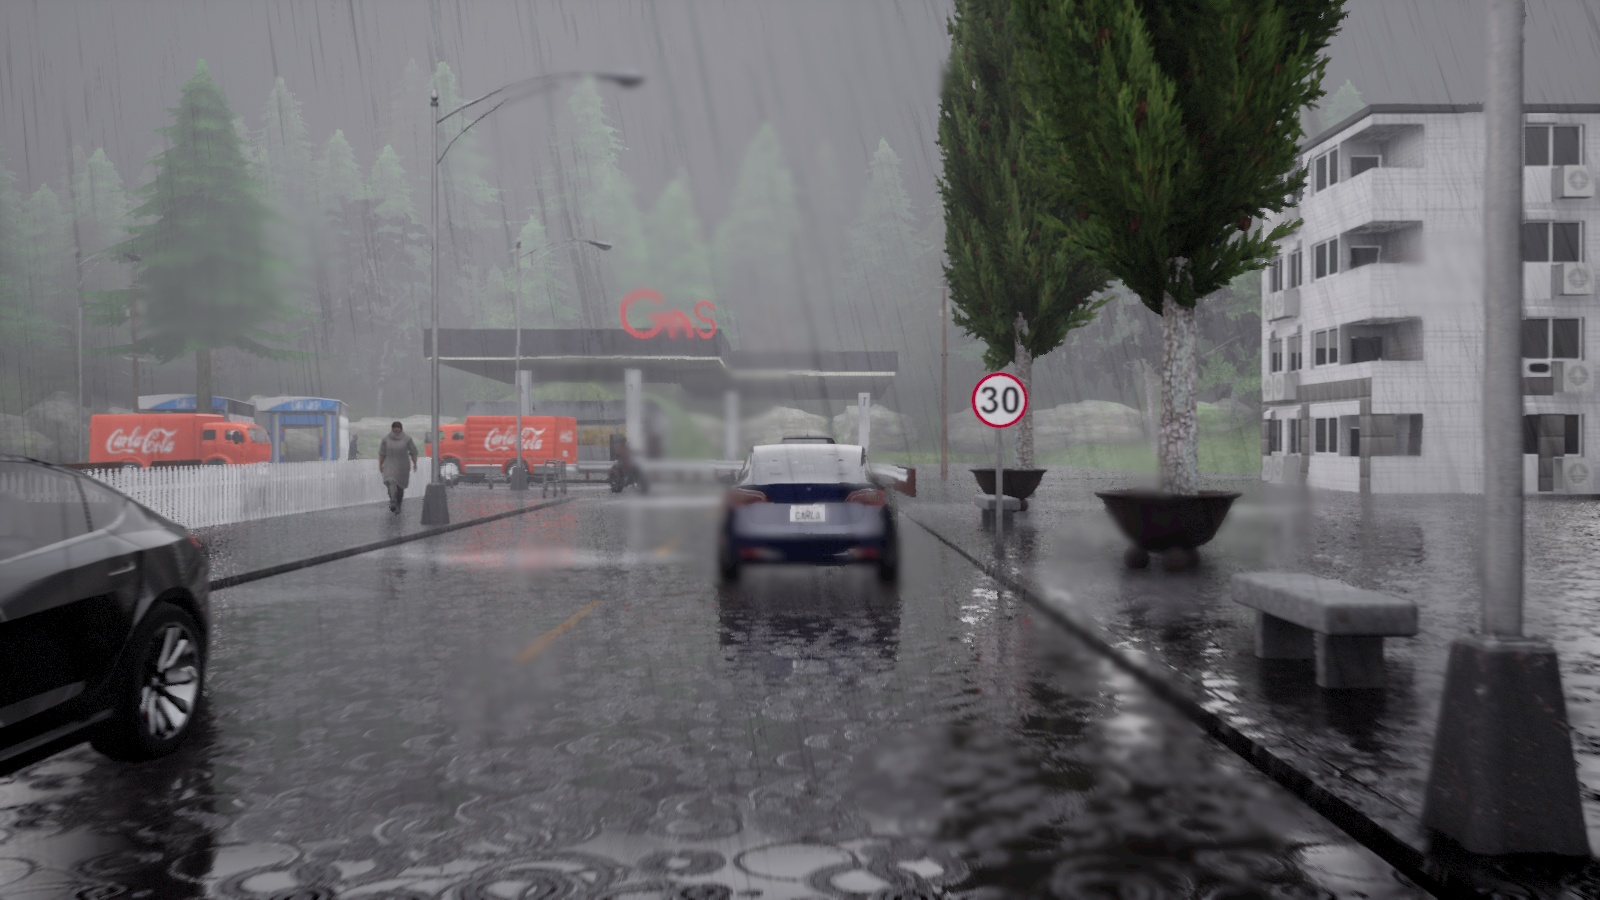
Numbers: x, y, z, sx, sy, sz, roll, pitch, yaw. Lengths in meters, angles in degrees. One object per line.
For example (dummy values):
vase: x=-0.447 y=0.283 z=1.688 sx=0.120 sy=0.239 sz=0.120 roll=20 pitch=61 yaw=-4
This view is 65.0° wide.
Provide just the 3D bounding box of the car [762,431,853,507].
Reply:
car: x=0.170 y=0.428 z=31.388 sx=2.097 sy=1.767 sz=4.553 roll=0 pitch=0 yaw=0

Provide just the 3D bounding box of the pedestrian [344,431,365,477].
pedestrian: x=-17.720 y=0.159 z=49.955 sx=0.726 sy=1.842 sz=0.402 roll=0 pitch=0 yaw=-4

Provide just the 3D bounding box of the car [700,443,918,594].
car: x=0.102 y=0.663 z=14.817 sx=2.163 sy=1.488 sz=4.792 roll=0 pitch=0 yaw=0

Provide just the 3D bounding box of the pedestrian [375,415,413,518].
pedestrian: x=-7.865 y=0.312 z=24.357 sx=0.659 sy=1.952 sz=0.873 roll=0 pitch=0 yaw=-15

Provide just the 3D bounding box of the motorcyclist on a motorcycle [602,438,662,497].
motorcyclist on a motorcycle: x=-4.929 y=0.487 z=36.675 sx=0.766 sy=1.649 sz=2.350 roll=-2 pitch=2 yaw=-33

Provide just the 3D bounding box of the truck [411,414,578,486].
truck: x=-10.885 y=-0.003 z=44.965 sx=5.204 sy=2.467 sz=2.627 roll=0 pitch=0 yaw=11

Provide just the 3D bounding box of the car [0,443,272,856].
car: x=-3.960 y=0.718 z=4.422 sx=2.163 sy=1.488 sz=4.792 roll=0 pitch=0 yaw=0

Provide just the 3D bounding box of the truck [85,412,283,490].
truck: x=-20.084 y=0.011 z=41.169 sx=5.204 sy=2.467 sz=2.627 roll=0 pitch=0 yaw=0
